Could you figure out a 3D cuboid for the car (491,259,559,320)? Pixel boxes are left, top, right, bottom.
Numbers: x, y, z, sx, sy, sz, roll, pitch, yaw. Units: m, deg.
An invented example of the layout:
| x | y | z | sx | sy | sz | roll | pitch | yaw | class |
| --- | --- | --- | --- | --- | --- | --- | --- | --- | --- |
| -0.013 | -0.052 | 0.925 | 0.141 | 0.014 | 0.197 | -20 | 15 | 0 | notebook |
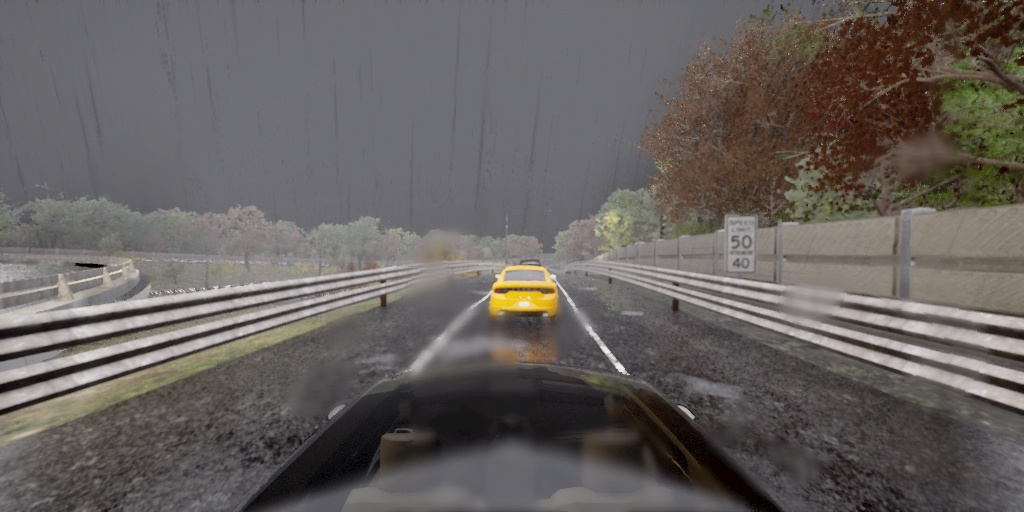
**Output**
| x | y | z | sx | sy | sz | roll | pitch | yaw | class |
| --- | --- | --- | --- | --- | --- | --- | --- | --- | --- |
| 0.442 | 1.050 | 11.769 | 1.882 | 1.535 | 5.008 | 0 | 1 | 3 | car |
